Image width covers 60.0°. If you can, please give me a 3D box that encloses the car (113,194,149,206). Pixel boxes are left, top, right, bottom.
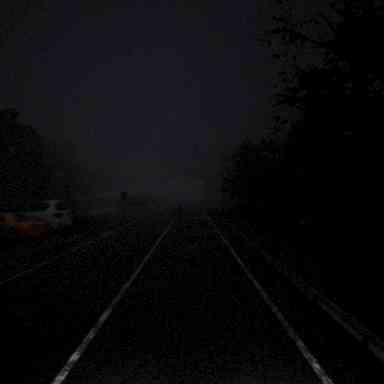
[{"bbox_3d":[-10.142,1.573,55.326,4.792,1.488,2.163,0,0,0],"label":"car"}]

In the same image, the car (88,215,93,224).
[{"bbox_3d":[-10.041,1.889,25.507,4.792,1.488,2.163,0,-1,0],"label":"car"}]

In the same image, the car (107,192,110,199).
[{"bbox_3d":[-23.088,1.487,80.437,4.892,1.521,2.231,0,1,0],"label":"car"}]

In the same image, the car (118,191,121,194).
[{"bbox_3d":[-23.030,1.229,91.459,5.008,1.535,2.097,0,2,0],"label":"car"}]

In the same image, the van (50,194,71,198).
[{"bbox_3d":[-23.125,1.316,55.327,4.442,1.987,1.878,1,0,0],"label":"van"}]

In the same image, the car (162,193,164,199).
[{"bbox_3d":[-9.984,1.518,80.407,4.792,1.488,2.163,0,1,0],"label":"car"}]

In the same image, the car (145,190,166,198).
[{"bbox_3d":[-9.992,1.181,88.757,4.553,1.767,2.185,0,2,0],"label":"car"}]

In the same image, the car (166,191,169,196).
[{"bbox_3d":[-9.920,1.141,94.334,5.008,1.535,2.097,0,2,0],"label":"car"}]

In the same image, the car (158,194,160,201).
[{"bbox_3d":[-10.037,1.624,72.038,4.792,1.488,2.163,0,1,0],"label":"car"}]

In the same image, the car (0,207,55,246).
[{"bbox_3d":[-10.301,1.725,17.181,5.366,1.575,1.946,0,-1,0],"label":"car"}]

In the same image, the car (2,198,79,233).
[{"bbox_3d":[-10.129,1.521,19.960,5.566,2.045,2.435,0,-1,0],"label":"car"}]

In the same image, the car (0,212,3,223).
[{"bbox_3d":[-9.961,1.638,11.628,5.366,1.575,1.946,0,-1,0],"label":"car"}]

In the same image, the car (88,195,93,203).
[{"bbox_3d":[-23.367,1.605,66.489,5.366,1.575,1.946,0,0,0],"label":"car"}]

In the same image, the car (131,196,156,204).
[{"bbox_3d":[-10.077,1.609,69.259,4.892,1.521,2.231,0,0,0],"label":"car"}]

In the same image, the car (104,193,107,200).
[{"bbox_3d":[-23.107,1.532,77.520,5.008,1.535,2.097,0,1,0],"label":"car"}]

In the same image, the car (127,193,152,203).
[{"bbox_3d":[-10.167,1.464,60.897,4.553,1.767,2.185,0,0,0],"label":"car"}]

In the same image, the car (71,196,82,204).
[{"bbox_3d":[-23.220,1.625,60.784,4.674,1.452,2.002,0,0,0],"label":"car"}]

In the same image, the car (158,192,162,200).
[{"bbox_3d":[-10.000,1.407,77.617,4.553,1.767,2.185,0,1,0],"label":"car"}]

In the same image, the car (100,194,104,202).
[{"bbox_3d":[-23.124,1.566,74.730,5.008,1.535,2.097,0,1,0],"label":"car"}]

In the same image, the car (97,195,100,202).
[{"bbox_3d":[-23.118,1.622,71.939,4.792,1.488,2.163,0,0,0],"label":"car"}]

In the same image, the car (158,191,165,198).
[{"bbox_3d":[-10.010,1.251,85.978,4.553,1.767,2.185,0,1,0],"label":"car"}]

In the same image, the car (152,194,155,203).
[{"bbox_3d":[-10.114,1.605,63.675,5.008,1.535,2.097,0,0,0],"label":"car"}]

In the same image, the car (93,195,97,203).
[{"bbox_3d":[-23.349,1.602,69.285,5.366,1.575,1.946,0,0,0],"label":"car"}]

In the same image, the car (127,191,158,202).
[{"bbox_3d":[-10.130,1.360,66.469,5.566,2.045,2.435,0,0,0],"label":"car"}]

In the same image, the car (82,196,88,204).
[{"bbox_3d":[-23.228,1.631,63.696,4.792,1.488,2.163,0,0,0],"label":"car"}]

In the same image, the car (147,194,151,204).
[{"bbox_3d":[-10.183,1.596,58.110,4.792,1.488,2.163,0,0,0],"label":"car"}]

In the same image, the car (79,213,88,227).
[{"bbox_3d":[-10.091,1.815,22.732,5.008,1.535,2.097,0,-1,0],"label":"car"}]

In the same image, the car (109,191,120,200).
[{"bbox_3d":[-22.857,1.304,88.669,5.366,1.575,1.946,0,1,0],"label":"car"}]
